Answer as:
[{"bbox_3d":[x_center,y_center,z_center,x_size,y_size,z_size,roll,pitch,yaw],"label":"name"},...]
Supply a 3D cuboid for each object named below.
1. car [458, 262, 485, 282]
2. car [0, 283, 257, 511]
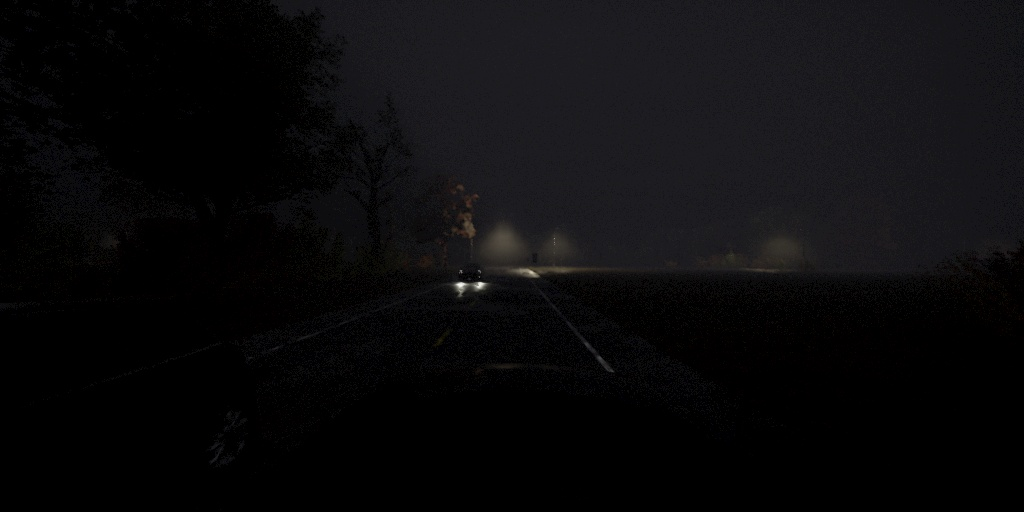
[{"bbox_3d":[-3.598,1.380,32.549,2.097,1.767,4.553,0,0,0],"label":"car"},{"bbox_3d":[-3.598,1.101,1.647,2.097,1.767,4.553,0,-1,0],"label":"car"}]
